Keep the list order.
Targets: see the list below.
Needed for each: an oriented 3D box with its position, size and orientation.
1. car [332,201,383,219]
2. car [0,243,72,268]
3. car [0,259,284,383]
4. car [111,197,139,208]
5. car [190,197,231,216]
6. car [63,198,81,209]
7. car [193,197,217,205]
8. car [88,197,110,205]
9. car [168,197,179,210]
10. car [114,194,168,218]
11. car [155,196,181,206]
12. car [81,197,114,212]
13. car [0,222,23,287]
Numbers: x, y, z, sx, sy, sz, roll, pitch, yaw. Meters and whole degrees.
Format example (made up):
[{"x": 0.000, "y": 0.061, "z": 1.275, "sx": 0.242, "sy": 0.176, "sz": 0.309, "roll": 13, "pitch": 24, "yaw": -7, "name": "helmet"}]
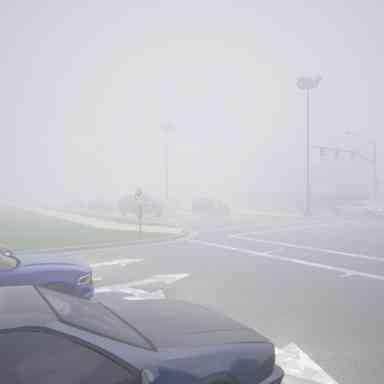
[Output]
[{"x": 14.785, "y": 1.526, "z": 29.353, "sx": 1.812, "sy": 1.442, "sz": 4.674, "roll": 0, "pitch": 0, "yaw": -36, "name": "car"}, {"x": -4.078, "y": 1.478, "z": 5.157, "sx": 5.008, "sy": 1.535, "sz": 1.882, "roll": 0, "pitch": 0, "yaw": -35, "name": "car"}, {"x": -1.685, "y": 1.547, "z": 2.560, "sx": 5.357, "sy": 1.411, "sz": 2.033, "roll": 0, "pitch": 0, "yaw": -35, "name": "car"}, {"x": -10.046, "y": 1.548, "z": 49.496, "sx": 2.033, "sy": 1.411, "sz": 5.357, "roll": 0, "pitch": 0, "yaw": -36, "name": "car"}, {"x": 1.831, "y": 1.352, "z": 33.193, "sx": 2.097, "sy": 1.767, "sz": 4.553, "roll": 0, "pitch": 0, "yaw": -36, "name": "car"}, {"x": -16.516, "y": 1.564, "z": 46.509, "sx": 1.994, "sy": 1.385, "sz": 4.181, "roll": 0, "pitch": 0, "yaw": -36, "name": "car"}, {"x": 2.299, "y": 1.564, "z": 58.353, "sx": 1.994, "sy": 1.385, "sz": 4.181, "roll": 0, "pitch": 0, "yaw": -36, "name": "car"}, {"x": -16.418, "y": 1.547, "z": 58.406, "sx": 2.033, "sy": 1.411, "sz": 5.357, "roll": 0, "pitch": 0, "yaw": -35, "name": "car"}, {"x": -4.200, "y": 1.492, "z": 41.457, "sx": 2.128, "sy": 1.511, "sz": 4.902, "roll": 0, "pitch": 0, "yaw": -36, "name": "car"}, {"x": -4.766, "y": 1.221, "z": 30.354, "sx": 2.150, "sy": 2.045, "sz": 5.566, "roll": 0, "pitch": 0, "yaw": -36, "name": "car"}, {"x": -4.041, "y": 1.491, "z": 55.175, "sx": 2.128, "sy": 1.511, "sz": 4.902, "roll": 0, "pitch": 0, "yaw": -36, "name": "car"}, {"x": -10.644, "y": 1.492, "z": 38.414, "sx": 2.128, "sy": 1.511, "sz": 4.902, "roll": 0, "pitch": 0, "yaw": -36, "name": "car"}, {"x": -6.441, "y": 1.564, "z": 7.772, "sx": 4.181, "sy": 1.385, "sz": 1.994, "roll": 0, "pitch": 0, "yaw": -35, "name": "car"}]
